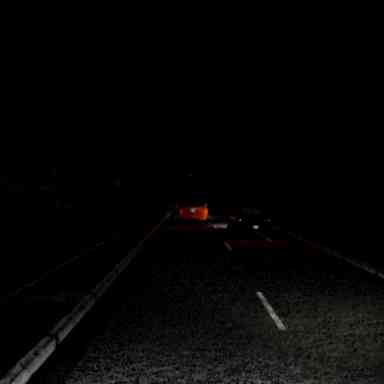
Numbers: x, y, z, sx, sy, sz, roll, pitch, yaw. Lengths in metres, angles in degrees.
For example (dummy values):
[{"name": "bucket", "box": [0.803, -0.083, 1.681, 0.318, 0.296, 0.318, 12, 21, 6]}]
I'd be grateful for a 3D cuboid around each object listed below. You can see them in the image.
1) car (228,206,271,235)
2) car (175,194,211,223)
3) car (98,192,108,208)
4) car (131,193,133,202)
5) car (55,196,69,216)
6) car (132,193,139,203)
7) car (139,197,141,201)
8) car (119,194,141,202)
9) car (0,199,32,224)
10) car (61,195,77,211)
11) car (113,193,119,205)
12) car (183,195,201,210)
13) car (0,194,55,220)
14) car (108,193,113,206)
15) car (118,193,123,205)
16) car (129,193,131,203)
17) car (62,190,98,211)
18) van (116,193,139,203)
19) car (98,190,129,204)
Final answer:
[{"name": "car", "box": [3.073, 1.482, 18.305, 1.812, 1.442, 4.674, 0, 0, 0]}, {"name": "car", "box": [0.064, 1.274, 24.578, 2.097, 1.767, 4.553, 0, 0, 0]}, {"name": "car", "box": [-13.839, 1.238, 43.653, 4.553, 1.767, 2.185, -1, 0, -20]}, {"name": "car", "box": [-13.866, 1.434, 61.654, 4.674, 1.452, 2.002, -1, 0, -20]}, {"name": "car", "box": [-13.681, 1.389, 28.710, 5.366, 1.575, 1.946, -1, 0, -20]}, {"name": "car", "box": [-13.891, 1.150, 64.651, 5.566, 2.045, 2.435, -1, 0, -20]}, {"name": "car", "box": [-13.823, 1.157, 67.687, 5.566, 2.045, 2.435, -1, 0, -20]}, {"name": "car", "box": [-13.742, 1.297, 73.701, 4.553, 1.767, 2.185, -1, 0, -19]}, {"name": "car", "box": [-13.824, 1.453, 22.655, 4.792, 1.488, 2.163, -1, 0, -20]}, {"name": "car", "box": [-14.031, 1.384, 31.576, 5.366, 1.575, 1.946, -1, 0, -20]}, {"name": "car", "box": [-13.880, 1.370, 49.649, 4.892, 1.521, 2.231, -1, 0, -20]}, {"name": "car", "box": [0.039, 1.225, 41.126, 2.097, 1.767, 4.553, 0, 0, 0]}, {"name": "car", "box": [-13.832, 1.157, 25.657, 5.566, 2.045, 2.435, -1, 0, -20]}, {"name": "car", "box": [-13.904, 1.240, 46.639, 4.553, 1.767, 2.185, -1, 0, -20]}, {"name": "car", "box": [-13.901, 1.403, 52.633, 4.792, 1.488, 2.163, -1, 0, -20]}, {"name": "car", "box": [-14.050, 1.386, 58.587, 5.366, 1.575, 1.946, -1, 0, -20]}, {"name": "car", "box": [-13.890, 1.117, 37.626, 5.566, 2.045, 2.435, -1, 0, -20]}, {"name": "van", "box": [-13.712, 1.189, 70.724, 4.442, 1.987, 1.878, -1, 0, -20]}, {"name": "car", "box": [-13.906, 1.129, 55.637, 5.566, 2.045, 2.435, -1, 0, -20]}]
